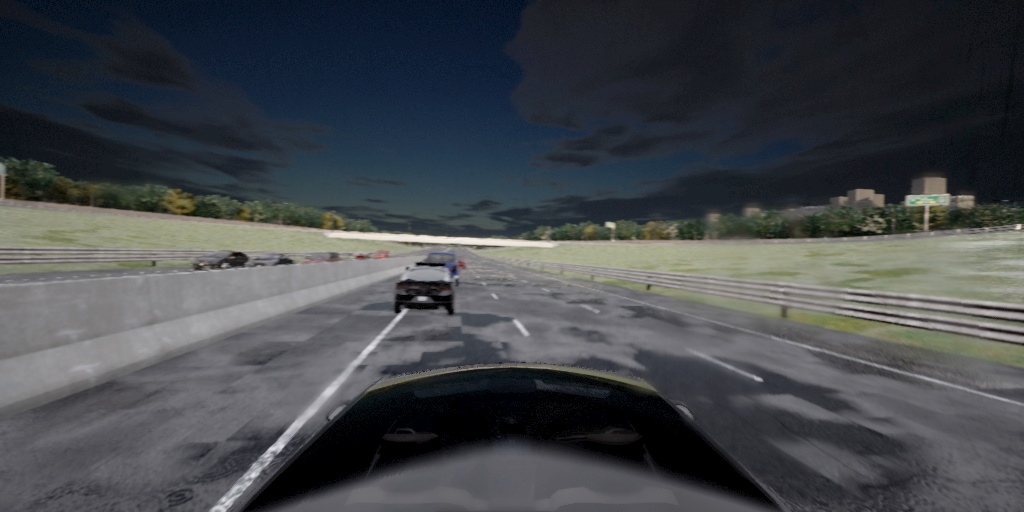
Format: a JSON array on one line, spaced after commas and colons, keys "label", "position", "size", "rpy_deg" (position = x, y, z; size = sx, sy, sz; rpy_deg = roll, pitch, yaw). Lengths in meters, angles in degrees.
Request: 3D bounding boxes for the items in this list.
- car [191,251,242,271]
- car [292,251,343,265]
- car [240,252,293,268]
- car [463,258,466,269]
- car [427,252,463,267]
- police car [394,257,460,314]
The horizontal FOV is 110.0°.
[{"label": "car", "position": [-21.831, 0.333, 27.221], "size": [1.837, 1.490, 4.892], "rpy_deg": [2, -1, -8]}, {"label": "car", "position": [-14.902, 0.463, 28.210], "size": [2.097, 1.767, 4.553], "rpy_deg": [2, 0, -8]}, {"label": "car", "position": [-18.356, 0.534, 27.606], "size": [1.994, 1.385, 4.181], "rpy_deg": [2, 0, -8]}, {"label": "car", "position": [-7.322, 0.785, 48.446], "size": [2.097, 1.767, 4.553], "rpy_deg": [2, 0, -9]}, {"label": "car", "position": [-4.470, 0.767, 22.950], "size": [2.150, 2.045, 5.566], "rpy_deg": [2, 0, -9]}, {"label": "police car", "position": [-3.005, 1.036, 13.131], "size": [1.930, 1.638, 5.238], "rpy_deg": [2, 0, -8]}]
